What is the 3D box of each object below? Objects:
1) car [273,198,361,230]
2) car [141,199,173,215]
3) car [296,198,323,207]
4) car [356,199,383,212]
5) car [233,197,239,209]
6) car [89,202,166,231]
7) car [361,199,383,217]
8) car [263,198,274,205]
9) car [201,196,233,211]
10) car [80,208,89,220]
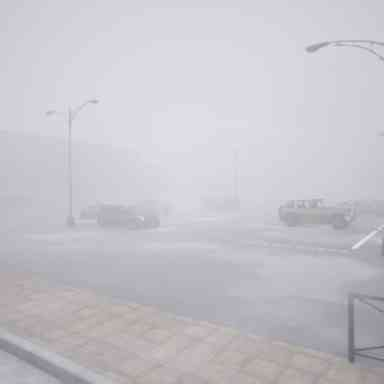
[{"bbox_3d":[7.976,1.343,21.387,4.605,1.855,1.932,-1,0,35],"label":"car"},{"bbox_3d":[-4.383,1.561,34.007,5.027,1.636,2.152,-1,0,35],"label":"car"},{"bbox_3d":[19.563,1.725,55.398,3.806,1.475,1.970,-1,0,35],"label":"car"},{"bbox_3d":[21.585,1.558,39.257,3.633,1.501,1.845,-1,0,35],"label":"car"},{"bbox_3d":[4.367,1.509,47.049,4.605,1.855,1.932,-1,0,35],"label":"car"},{"bbox_3d":[-4.204,1.637,21.519,4.514,1.523,2.007,-1,0,35],"label":"car"},{"bbox_3d":[15.767,1.537,31.133,4.514,1.523,2.007,-1,0,35],"label":"car"},{"bbox_3d":[15.236,1.784,62.123,3.633,1.501,1.845,-1,0,35],"label":"car"},{"bbox_3d":[3.021,1.484,44.441,3.866,1.878,1.905,-1,0,35],"label":"car"},{"bbox_3d":[-7.833,1.637,28.586,3.806,1.475,1.970,-1,0,35],"label":"car"}]
